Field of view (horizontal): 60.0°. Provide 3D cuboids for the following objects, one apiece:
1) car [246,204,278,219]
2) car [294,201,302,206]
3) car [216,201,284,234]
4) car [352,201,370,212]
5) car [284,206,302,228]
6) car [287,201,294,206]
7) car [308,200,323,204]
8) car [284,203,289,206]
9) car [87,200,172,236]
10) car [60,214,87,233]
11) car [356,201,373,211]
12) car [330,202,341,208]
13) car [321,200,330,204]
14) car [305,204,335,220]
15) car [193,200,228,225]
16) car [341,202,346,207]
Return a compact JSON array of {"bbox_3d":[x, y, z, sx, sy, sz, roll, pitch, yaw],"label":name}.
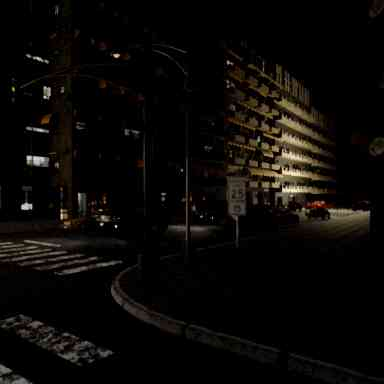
[{"bbox_3d":[8.068,2.191,37.889,1.837,1.490,4.892,0,-1,35],"label":"car"},{"bbox_3d":[16.548,2.340,54.625,2.192,1.841,5.009,-1,-2,35],"label":"car"},{"bbox_3d":[3.987,1.711,22.030,2.192,1.841,5.009,-1,-2,35],"label":"car"},{"bbox_3d":[29.909,2.522,59.188,2.192,1.841,5.009,-1,-2,35],"label":"car"},{"bbox_3d":[7.228,2.043,26.669,1.887,1.381,4.507,-1,-2,35],"label":"car"},{"bbox_3d":[13.211,2.446,49.835,1.752,1.417,4.829,-1,-2,35],"label":"car"},{"bbox_3d":[23.031,2.771,63.910,1.887,1.381,4.507,-1,-2,35],"label":"car"},{"bbox_3d":[6.790,2.048,30.486,2.128,1.511,4.902,0,-1,35],"label":"car"},{"bbox_3d":[-3.566,1.541,21.237,2.150,2.045,5.566,0,-1,35],"label":"car"},{"bbox_3d":[-6.231,1.834,21.965,1.752,1.417,4.829,-1,-2,35],"label":"car"},{"bbox_3d":[33.150,2.621,63.834,2.192,1.841,5.009,-1,-2,35],"label":"car"},{"bbox_3d":[32.752,3.067,77.844,1.887,1.381,4.507,-1,-2,35],"label":"car"},{"bbox_3d":[26.270,2.640,68.559,2.192,1.841,5.009,-1,-2,35],"label":"car"},{"bbox_3d":[13.709,2.284,35.957,1.802,1.307,4.206,-1,-2,35],"label":"car"},{"bbox_3d":[2.342,1.728,29.707,2.150,2.045,5.566,0,-1,34],"label":"car"},{"bbox_3d":[39.235,3.282,87.135,1.947,1.339,4.313,-1,-2,35],"label":"car"}]
